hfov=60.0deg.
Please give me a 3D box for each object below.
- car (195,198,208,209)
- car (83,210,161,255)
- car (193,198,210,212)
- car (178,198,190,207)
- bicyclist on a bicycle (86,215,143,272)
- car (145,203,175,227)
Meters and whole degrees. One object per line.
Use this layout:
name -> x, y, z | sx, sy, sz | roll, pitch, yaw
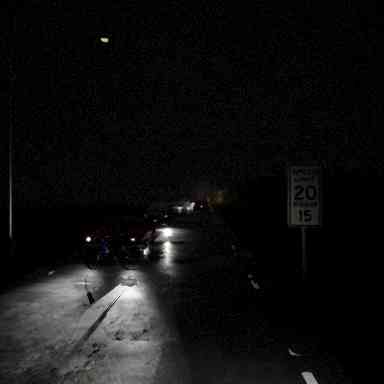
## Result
car -> 1.468, 1.695, 50.740 | 1.882, 1.535, 5.008 | 0, -1, 2
car -> -2.556, 1.605, 12.836 | 1.895, 1.301, 4.718 | 0, 0, 2
car -> 1.175, 1.681, 40.746 | 1.994, 1.385, 4.181 | 0, -1, 2
car -> -1.300, 1.807, 56.536 | 1.812, 1.442, 4.674 | 0, -1, 2
bicyclist on a bicycle -> -2.203, 1.458, 9.395 | 1.656, 1.620, 0.582 | -2, 0, 2
car -> -2.253, 1.542, 23.336 | 1.812, 1.442, 4.674 | 0, 0, 2
